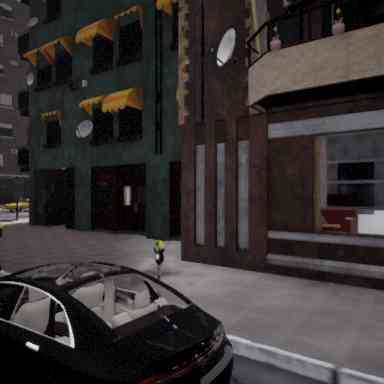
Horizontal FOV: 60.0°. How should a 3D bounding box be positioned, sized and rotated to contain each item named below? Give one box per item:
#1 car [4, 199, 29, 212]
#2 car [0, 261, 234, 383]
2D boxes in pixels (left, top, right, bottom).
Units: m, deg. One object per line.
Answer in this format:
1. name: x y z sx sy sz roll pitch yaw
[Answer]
1. car: -17.123 1.254 34.904 1.752 1.417 4.829 1 1 35
2. car: -1.639 1.549 4.043 4.403 1.369 2.008 0 0 36
